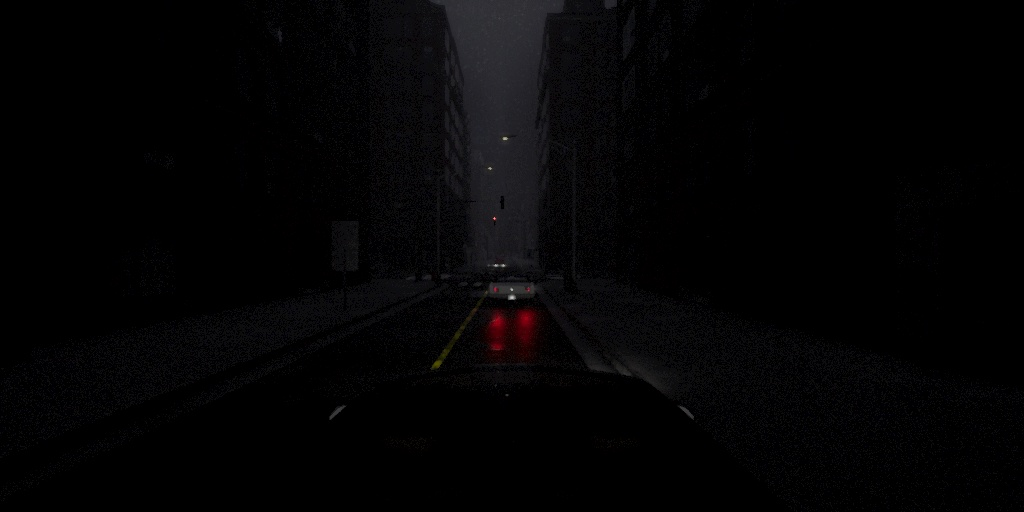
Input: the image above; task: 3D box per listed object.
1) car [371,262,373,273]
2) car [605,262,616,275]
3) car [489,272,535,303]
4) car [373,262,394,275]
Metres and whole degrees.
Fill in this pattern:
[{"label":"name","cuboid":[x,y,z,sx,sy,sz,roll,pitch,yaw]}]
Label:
[{"label":"car","cuboid":[-14.383,1.294,29.486,4.829,1.417,1.751,0,0,0]},{"label":"car","cuboid":[12.350,1.019,37.473,5.009,1.841,2.192,0,0,0]},{"label":"car","cuboid":[0.000,1.362,16.530,1.895,1.301,4.718,0,0,0]},{"label":"car","cuboid":[-14.533,1.294,37.511,4.313,1.339,1.948,0,0,0]}]
